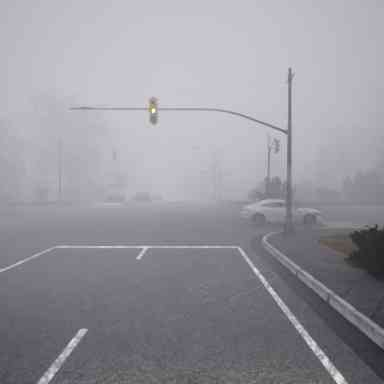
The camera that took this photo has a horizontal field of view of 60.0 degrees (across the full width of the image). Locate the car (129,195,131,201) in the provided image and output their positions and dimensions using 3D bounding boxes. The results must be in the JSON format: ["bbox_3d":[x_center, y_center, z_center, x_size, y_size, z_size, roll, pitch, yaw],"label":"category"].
[{"bbox_3d":[-10.456,0.977,62.422,1.837,1.490,4.892,0,-2,1],"label":"car"}]

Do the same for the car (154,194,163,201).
[{"bbox_3d":[-6.902,1.069,67.026,1.882,1.535,5.008,0,-2,0],"label":"car"}]

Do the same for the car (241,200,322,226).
[{"bbox_3d":[5.353,1.201,20.138,4.674,1.442,1.812,0,1,9],"label":"car"}]

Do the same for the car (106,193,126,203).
[{"bbox_3d":[-10.524,0.794,46.271,1.895,1.301,4.718,0,0,0],"label":"car"}]

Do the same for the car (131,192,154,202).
[{"bbox_3d":[-7.020,0.674,47.483,1.882,1.535,5.008,0,0,0],"label":"car"}]

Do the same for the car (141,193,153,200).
[{"bbox_3d":[-10.375,1.138,77.610,2.128,1.511,4.902,0,-2,0],"label":"car"}]
